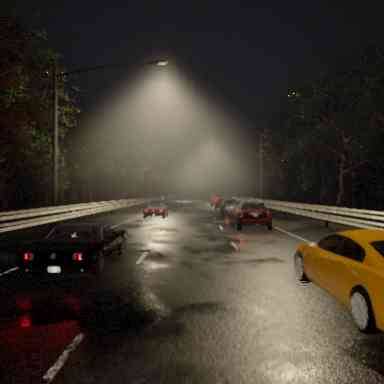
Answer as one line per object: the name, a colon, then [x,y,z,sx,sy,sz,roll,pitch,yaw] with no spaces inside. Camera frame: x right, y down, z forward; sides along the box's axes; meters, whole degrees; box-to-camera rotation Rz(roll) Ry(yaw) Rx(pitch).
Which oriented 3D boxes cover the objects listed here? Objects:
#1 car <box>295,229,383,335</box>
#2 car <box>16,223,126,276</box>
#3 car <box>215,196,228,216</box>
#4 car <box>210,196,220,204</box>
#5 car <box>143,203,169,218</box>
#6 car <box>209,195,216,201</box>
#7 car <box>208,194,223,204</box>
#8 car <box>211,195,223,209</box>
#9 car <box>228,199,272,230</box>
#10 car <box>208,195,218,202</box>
car: [3.618,1.489,6.750,1.882,1.535,5.008,0,0,0]
car: [-3.367,1.617,10.393,1.895,1.301,4.718,0,0,0]
car: [3.772,1.481,33.400,2.033,1.649,4.856,0,0,1]
car: [4.551,1.592,66.256,1.837,1.490,4.892,0,0,2]
car: [-3.173,1.645,30.149,1.895,1.301,4.718,0,0,1]
car: [5.351,1.586,88.151,1.882,1.535,5.008,0,0,2]
car: [4.236,1.298,55.336,2.150,2.045,5.566,0,0,2]
car: [3.976,1.542,44.353,1.882,1.535,5.008,0,0,1]
car: [3.724,1.385,21.506,2.097,1.767,4.553,0,0,1]
car: [4.923,1.590,77.205,2.128,1.511,4.902,0,0,2]
